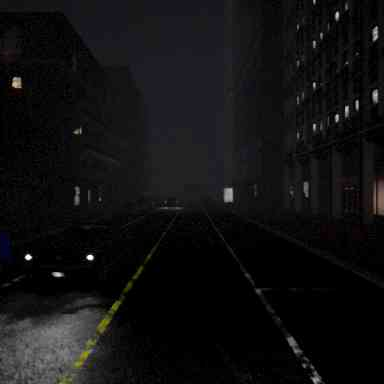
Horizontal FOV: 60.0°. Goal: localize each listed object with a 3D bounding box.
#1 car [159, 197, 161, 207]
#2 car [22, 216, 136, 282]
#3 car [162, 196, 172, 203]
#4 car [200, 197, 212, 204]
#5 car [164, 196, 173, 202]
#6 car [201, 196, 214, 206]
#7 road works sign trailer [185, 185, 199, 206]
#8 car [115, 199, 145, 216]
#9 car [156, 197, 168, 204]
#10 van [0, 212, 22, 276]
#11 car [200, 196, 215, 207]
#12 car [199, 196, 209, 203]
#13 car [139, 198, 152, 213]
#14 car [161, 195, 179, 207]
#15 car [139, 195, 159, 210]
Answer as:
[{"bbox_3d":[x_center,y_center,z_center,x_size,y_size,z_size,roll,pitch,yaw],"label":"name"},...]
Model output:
[{"bbox_3d":[-5.699,1.499,52.513,1.967,1.590,4.097,0,0,0],"label":"car"},{"bbox_3d":[-3.101,1.609,9.909,1.895,1.301,4.718,0,0,0],"label":"car"},{"bbox_3d":[-5.703,1.661,75.106,1.947,1.339,4.313,0,0,0],"label":"car"},{"bbox_3d":[2.679,1.626,63.811,2.008,1.369,4.403,0,0,0],"label":"car"},{"bbox_3d":[-5.704,1.631,80.585,1.752,1.417,4.829,0,0,0],"label":"car"},{"bbox_3d":[2.681,1.507,58.162,1.967,1.590,4.097,0,0,0],"label":"car"},{"bbox_3d":[-0.009,0.532,58.322,2.380,3.560,2.880,0,0,0],"label":"road works sign trailer"},{"bbox_3d":[-5.695,1.609,29.918,1.802,1.307,4.206,0,0,0],"label":"car"},{"bbox_3d":[-5.701,1.627,63.809,2.008,1.369,4.403,0,0,0],"label":"car"},{"bbox_3d":[-5.691,1.347,7.324,1.690,1.788,3.998,0,0,0],"label":"van"},{"bbox_3d":[2.681,1.585,52.684,1.752,1.417,4.829,0,0,0],"label":"car"},{"bbox_3d":[2.678,1.661,75.108,1.947,1.339,4.313,0,0,0],"label":"car"},{"bbox_3d":[-5.696,1.617,35.566,1.802,1.307,4.206,0,0,0],"label":"car"},{"bbox_3d":[-3.085,1.409,50.981,2.097,1.767,4.553,0,0,0],"label":"car"},{"bbox_3d":[-5.698,1.358,41.215,2.192,1.841,5.009,0,0,0],"label":"car"}]
